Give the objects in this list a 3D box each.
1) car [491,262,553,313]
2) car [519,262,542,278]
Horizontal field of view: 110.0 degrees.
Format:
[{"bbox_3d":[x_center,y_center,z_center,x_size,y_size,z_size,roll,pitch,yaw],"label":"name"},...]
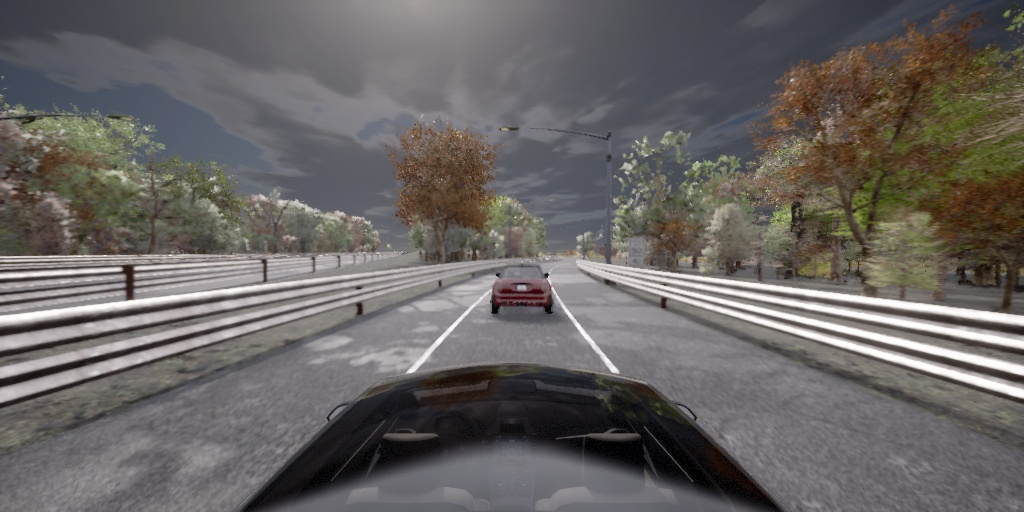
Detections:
[{"bbox_3d":[0.400,1.058,13.953,2.097,1.767,4.553,0,0,2],"label":"car"},{"bbox_3d":[1.782,1.227,33.357,1.895,1.301,4.718,0,0,6],"label":"car"}]
